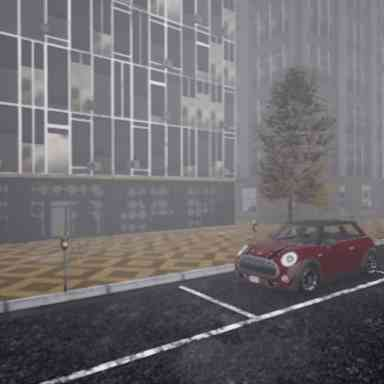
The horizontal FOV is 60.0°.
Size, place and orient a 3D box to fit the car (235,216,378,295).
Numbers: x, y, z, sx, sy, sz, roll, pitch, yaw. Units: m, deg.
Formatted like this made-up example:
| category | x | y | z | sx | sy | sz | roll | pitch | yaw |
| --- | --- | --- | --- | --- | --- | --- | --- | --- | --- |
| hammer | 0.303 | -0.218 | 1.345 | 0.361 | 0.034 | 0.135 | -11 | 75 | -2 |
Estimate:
| category | x | y | z | sx | sy | sz | roll | pitch | yaw |
| --- | --- | --- | --- | --- | --- | --- | --- | --- | --- |
| car | 3.048 | 1.474 | 8.750 | 4.097 | 1.590 | 1.967 | 0 | -1 | -36 |
